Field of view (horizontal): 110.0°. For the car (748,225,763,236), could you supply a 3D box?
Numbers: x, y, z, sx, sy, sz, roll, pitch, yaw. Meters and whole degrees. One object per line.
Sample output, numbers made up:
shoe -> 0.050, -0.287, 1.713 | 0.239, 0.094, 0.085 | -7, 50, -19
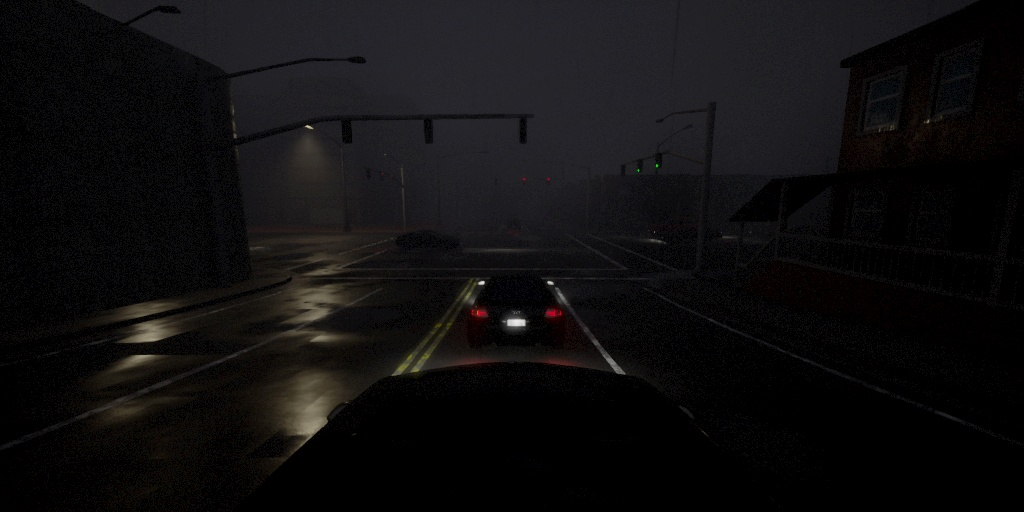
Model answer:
car -> 27.250, -2.732, 37.219 | 4.902, 1.511, 2.128 | 0, 8, 1

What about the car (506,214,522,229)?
car -> 0.276, -4.659, 50.520 | 1.837, 1.490, 4.892 | 0, 8, 0

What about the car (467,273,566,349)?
car -> 0.099, 1.092, 8.671 | 1.994, 1.385, 4.181 | 0, 3, 0

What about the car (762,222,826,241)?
car -> 26.965, -2.237, 33.757 | 5.008, 1.535, 1.882 | 0, 8, 0

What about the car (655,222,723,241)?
car -> 16.868, -2.173, 33.845 | 5.357, 1.411, 2.033 | 0, 8, 0

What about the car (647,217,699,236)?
car -> 17.003, -3.005, 37.258 | 5.566, 2.045, 2.150 | 0, 8, 0

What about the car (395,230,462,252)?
car -> -6.253, -1.191, 26.877 | 4.902, 1.511, 2.128 | 0, 8, 0
